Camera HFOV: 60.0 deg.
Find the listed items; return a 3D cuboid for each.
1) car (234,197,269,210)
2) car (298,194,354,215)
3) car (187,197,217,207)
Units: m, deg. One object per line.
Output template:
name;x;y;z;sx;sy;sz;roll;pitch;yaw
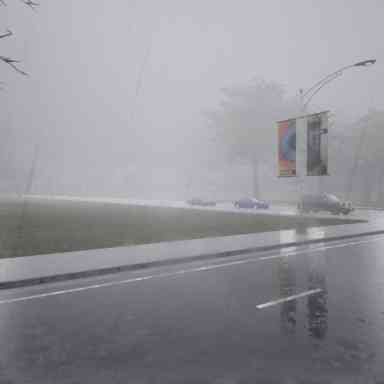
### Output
car;7.507;1.444;42.223;1.882;1.535;5.008;0;0;-36
car;13.518;1.224;33.989;2.150;2.045;5.566;0;0;-36
car;1.424;1.483;50.569;2.033;1.411;5.357;0;0;-36
